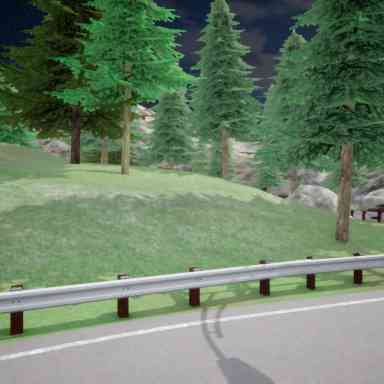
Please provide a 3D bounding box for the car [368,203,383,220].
[{"bbox_3d":[16.141,1.541,26.204,1.812,1.442,4.674,0,0,-19],"label":"car"}]

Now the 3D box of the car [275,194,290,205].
[{"bbox_3d":[11.946,1.233,38.711,2.150,2.045,5.566,0,0,-20],"label":"car"}]
